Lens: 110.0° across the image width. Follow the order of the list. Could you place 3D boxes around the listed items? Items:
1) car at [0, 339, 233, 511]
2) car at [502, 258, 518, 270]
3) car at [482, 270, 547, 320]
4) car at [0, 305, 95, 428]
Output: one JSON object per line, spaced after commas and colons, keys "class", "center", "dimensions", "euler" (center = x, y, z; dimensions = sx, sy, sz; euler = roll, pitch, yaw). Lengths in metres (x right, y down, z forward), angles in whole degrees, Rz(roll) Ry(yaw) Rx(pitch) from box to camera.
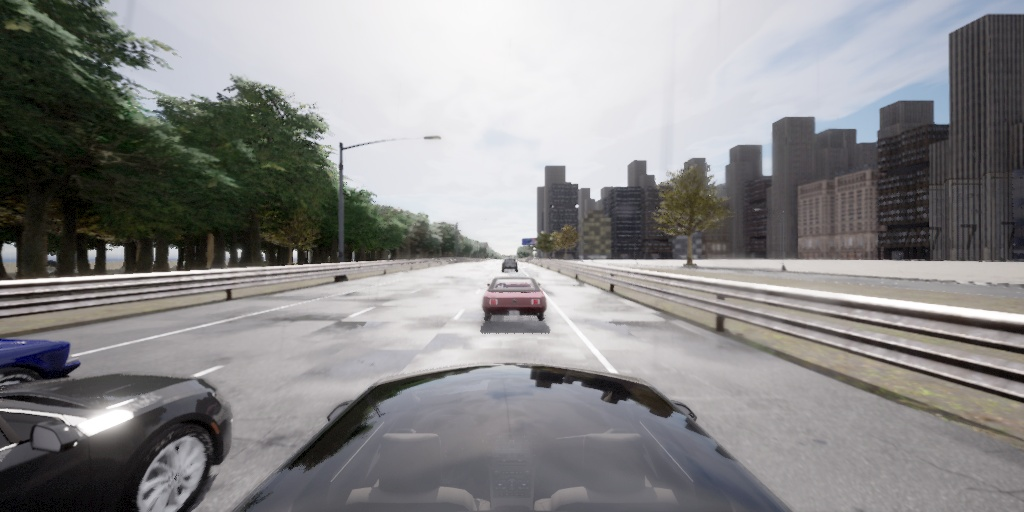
{"class": "car", "center": [-3.406, 1.256, 1.193], "dimensions": [1.837, 1.490, 4.892], "euler": [0, 0, 0]}
{"class": "car", "center": [-0.272, 1.018, 44.485], "dimensions": [2.033, 1.649, 4.856], "euler": [0, 0, -1]}
{"class": "car", "center": [0.063, 1.331, 12.438], "dimensions": [1.895, 1.301, 4.718], "euler": [0, 0, 0]}
{"class": "car", "center": [-6.906, 1.352, 2.766], "dimensions": [1.895, 1.301, 4.718], "euler": [0, 0, 0]}
